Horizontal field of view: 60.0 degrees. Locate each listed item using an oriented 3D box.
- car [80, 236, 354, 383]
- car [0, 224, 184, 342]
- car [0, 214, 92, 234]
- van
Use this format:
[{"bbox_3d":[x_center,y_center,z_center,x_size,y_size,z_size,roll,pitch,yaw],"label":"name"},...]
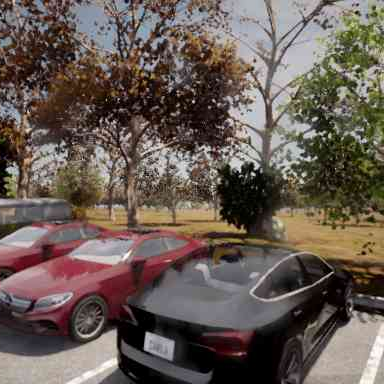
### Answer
[{"bbox_3d":[1.049,1.506,5.053,2.163,1.488,4.792,0,0,36],"label":"car"},{"bbox_3d":[-1.333,1.503,6.728,2.002,1.452,4.674,1,0,36],"label":"car"},{"bbox_3d":[-3.597,1.482,8.350,2.002,1.452,4.674,1,0,36],"label":"car"},{"bbox_3d":[-5.844,1.199,9.801,1.878,1.987,4.442,0,1,35],"label":"van"}]
